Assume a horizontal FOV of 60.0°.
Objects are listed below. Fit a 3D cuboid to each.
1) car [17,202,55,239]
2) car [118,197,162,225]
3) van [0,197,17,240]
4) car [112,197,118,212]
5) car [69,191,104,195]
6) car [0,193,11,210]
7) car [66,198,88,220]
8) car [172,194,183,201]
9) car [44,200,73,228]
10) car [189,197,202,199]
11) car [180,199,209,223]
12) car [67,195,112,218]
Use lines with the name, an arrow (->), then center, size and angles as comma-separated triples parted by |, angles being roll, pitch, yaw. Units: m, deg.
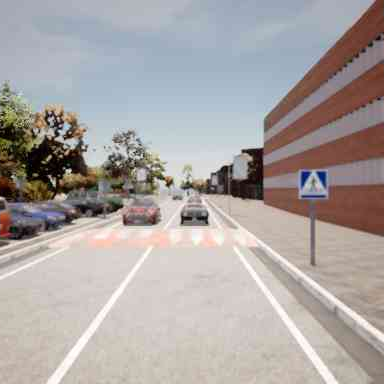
car -> -9.361, 1.356, 15.481 | 4.792, 1.488, 2.163 | 0, 0, 0
car -> -3.265, 1.192, 22.313 | 2.097, 1.767, 4.553 | 0, 0, 0
van -> -9.500, 1.124, 12.653 | 4.442, 1.987, 1.878 | 0, 0, 0
car -> -9.423, 1.242, 29.610 | 4.674, 1.452, 2.002 | 0, 1, 0
car -> -9.405, 0.923, 32.432 | 5.566, 2.045, 2.435 | 0, 1, 0
car -> -21.950, 1.013, 35.145 | 4.553, 1.767, 2.185 | 0, 0, 0
car -> -9.402, 1.319, 21.132 | 4.674, 1.452, 2.002 | 0, 1, 0
car -> -2.763, 1.023, 64.218 | 1.994, 1.385, 4.181 | 0, 1, 1
car -> -9.400, 1.343, 18.306 | 4.674, 1.452, 2.002 | 0, 0, 0
car -> 0.331, 1.257, 41.176 | 1.994, 1.385, 4.181 | 0, 1, 1
car -> 0.191, 1.435, 23.635 | 1.895, 1.301, 4.718 | 0, 1, 1
car -> -9.413, 1.229, 26.782 | 5.008, 1.535, 2.097 | 0, 1, 0
